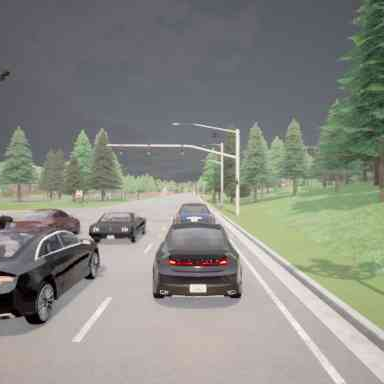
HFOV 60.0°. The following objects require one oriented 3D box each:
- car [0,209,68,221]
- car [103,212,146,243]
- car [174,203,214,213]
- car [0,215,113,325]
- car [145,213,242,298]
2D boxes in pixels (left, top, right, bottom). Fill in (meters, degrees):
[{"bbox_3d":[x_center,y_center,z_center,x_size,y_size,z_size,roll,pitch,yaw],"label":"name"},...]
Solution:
[{"bbox_3d":[-6.891,1.525,15.962,1.812,1.442,4.674,0,0,0],"label":"car"},{"bbox_3d":[-3.391,1.600,16.118,1.895,1.301,4.718,0,0,0],"label":"car"},{"bbox_3d":[0.109,1.351,17.565,2.097,1.767,4.553,0,0,0],"label":"car"},{"bbox_3d":[-3.396,1.491,7.090,2.128,1.511,4.902,0,0,0],"label":"car"},{"bbox_3d":[0.105,1.504,8.468,1.837,1.490,4.892,0,0,0],"label":"car"}]
